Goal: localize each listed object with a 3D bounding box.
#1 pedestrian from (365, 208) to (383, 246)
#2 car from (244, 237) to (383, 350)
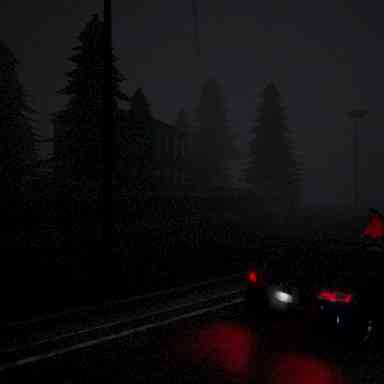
[{"bbox_3d":[5.544,1.293,9.995,0.375,1.860,0.375,0,0,-43],"label":"pedestrian"},{"bbox_3d":[2.925,1.563,6.330,4.181,1.385,1.994,0,0,-40],"label":"car"}]
